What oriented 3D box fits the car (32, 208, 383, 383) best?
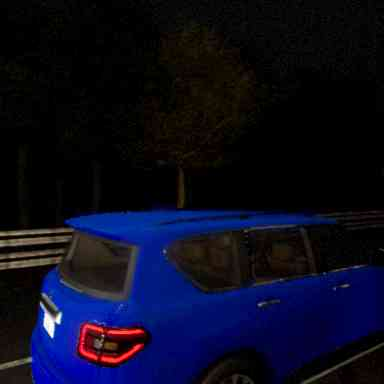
[{"bbox_3d":[0.956,1.243,4.431,5.566,2.045,2.150,0,0,-35],"label":"car"}]
